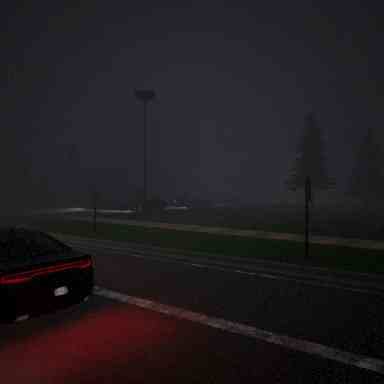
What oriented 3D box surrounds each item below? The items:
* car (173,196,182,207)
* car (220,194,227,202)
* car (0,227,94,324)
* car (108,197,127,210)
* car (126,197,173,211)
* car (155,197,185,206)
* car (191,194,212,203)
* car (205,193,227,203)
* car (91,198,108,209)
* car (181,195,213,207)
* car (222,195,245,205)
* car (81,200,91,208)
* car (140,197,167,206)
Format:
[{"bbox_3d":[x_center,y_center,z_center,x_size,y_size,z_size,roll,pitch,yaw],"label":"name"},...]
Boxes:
[{"bbox_3d":[-2.120,1.351,51.580,2.097,1.767,4.553,0,0,35],"label":"car"},{"bbox_3d":[8.324,1.546,66.325,2.033,1.411,5.357,0,0,35],"label":"car"},{"bbox_3d":[-4.156,1.477,6.928,5.008,1.535,1.882,0,0,36],"label":"car"},{"bbox_3d":[-8.158,1.524,42.932,1.812,1.442,4.674,0,0,34],"label":"car"},{"bbox_3d":[-5.136,1.546,41.182,2.033,1.411,5.357,0,0,35],"label":"car"},{"bbox_3d":[-3.613,1.545,55.551,2.033,1.411,5.357,0,0,35],"label":"car"},{"bbox_3d":[2.052,1.351,69.568,2.097,1.767,4.553,0,0,35],"label":"car"},{"bbox_3d":[5.370,1.256,68.207,2.150,2.045,5.566,0,1,35],"label":"car"},{"bbox_3d":[-10.726,1.490,45.401,2.128,1.511,4.902,0,0,35],"label":"car"},{"bbox_3d":[0.803,1.562,49.648,1.994,1.385,4.181,0,0,35],"label":"car"},{"bbox_3d":[7.728,1.599,59.500,1.895,1.301,4.718,0,0,35],"label":"car"},{"bbox_3d":[-13.624,1.562,47.375,1.994,1.385,4.181,0,0,34],"label":"car"},{"bbox_3d":[-6.619,1.599,57.351,1.895,1.301,4.718,0,0,35],"label":"car"}]
